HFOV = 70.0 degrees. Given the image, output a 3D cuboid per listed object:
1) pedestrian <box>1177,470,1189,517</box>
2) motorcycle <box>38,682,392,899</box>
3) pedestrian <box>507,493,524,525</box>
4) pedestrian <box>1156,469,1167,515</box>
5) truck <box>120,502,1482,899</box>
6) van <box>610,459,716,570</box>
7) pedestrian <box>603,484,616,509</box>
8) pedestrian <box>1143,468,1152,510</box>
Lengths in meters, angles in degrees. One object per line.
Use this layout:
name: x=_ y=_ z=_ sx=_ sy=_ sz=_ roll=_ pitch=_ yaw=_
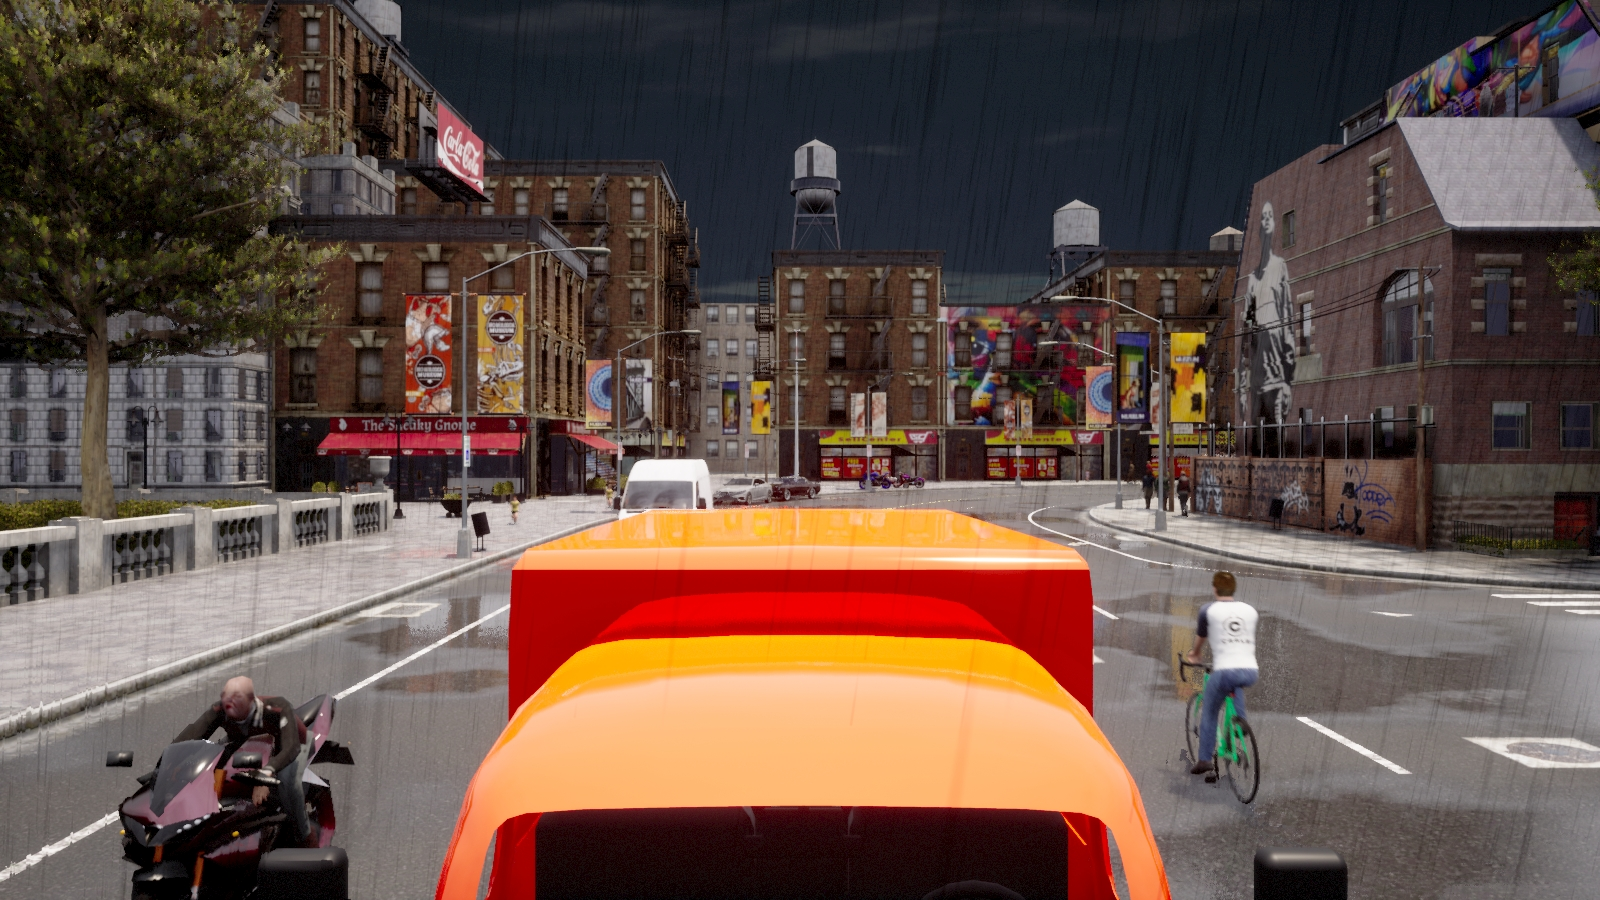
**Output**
pedestrian: x=15.226 y=1.714 z=45.387 sx=0.375 sy=1.860 sz=0.375 roll=0 pitch=0 yaw=5
motorcycle: x=-3.264 y=2.208 z=6.696 sx=0.867 sy=1.251 sz=2.209 roll=0 pitch=0 yaw=3
pedestrian: x=-10.054 y=2.092 z=40.346 sx=0.500 sy=1.100 sz=0.500 roll=0 pitch=0 yaw=-4
pedestrian: x=14.660 y=1.714 z=46.338 sx=0.375 sy=1.860 sz=0.375 roll=0 pitch=0 yaw=6
truck: x=-0.002 y=1.571 z=4.805 sx=2.627 sy=2.467 sz=5.204 roll=0 pitch=0 yaw=0
van: x=-3.445 y=1.546 z=29.870 sx=1.988 sy=2.561 sz=5.915 roll=0 pitch=0 yaw=1
pedestrian: x=-8.633 y=2.096 z=51.808 sx=0.500 sy=1.100 sz=0.500 roll=0 pitch=0 yaw=-1
pedestrian: x=15.327 y=1.716 z=50.346 sx=0.375 sy=1.860 sz=0.375 roll=0 pitch=0 yaw=18
